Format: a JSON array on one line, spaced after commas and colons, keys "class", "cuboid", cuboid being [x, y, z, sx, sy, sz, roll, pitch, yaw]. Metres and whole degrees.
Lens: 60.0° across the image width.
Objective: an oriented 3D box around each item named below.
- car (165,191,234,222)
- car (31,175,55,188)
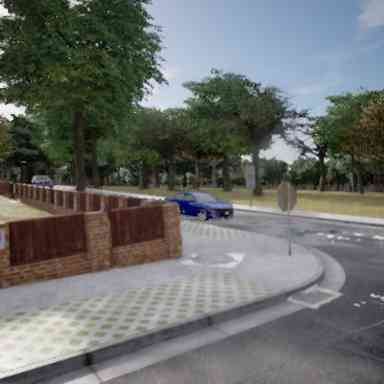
[{"class": "car", "cuboid": [0.312, 0.725, 19.339, 1.882, 1.535, 5.008, -2, 4, -37]}, {"class": "car", "cuboid": [-21.415, -1.355, 47.654, 2.150, 2.045, 5.566, -2, 4, -37]}]
